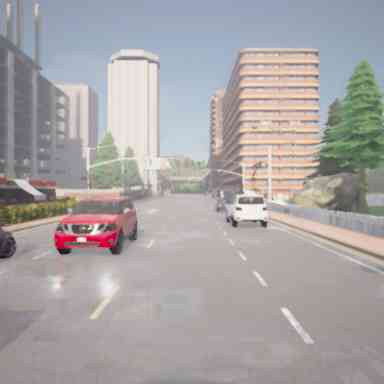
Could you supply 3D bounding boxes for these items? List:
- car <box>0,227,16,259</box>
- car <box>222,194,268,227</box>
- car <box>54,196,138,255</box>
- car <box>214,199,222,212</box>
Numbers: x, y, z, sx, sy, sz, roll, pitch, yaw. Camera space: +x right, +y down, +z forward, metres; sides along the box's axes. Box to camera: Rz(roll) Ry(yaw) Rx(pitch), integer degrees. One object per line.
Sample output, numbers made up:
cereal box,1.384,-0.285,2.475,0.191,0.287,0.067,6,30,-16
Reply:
car,-7.042,1.538,9.725,1.994,1.385,4.181,0,0,1
car,3.553,1.159,22.324,2.150,2.045,5.566,0,0,0
car,-3.589,1.185,13.566,2.150,2.045,5.566,0,0,0
car,3.579,1.444,37.376,2.033,1.411,5.357,0,0,1
